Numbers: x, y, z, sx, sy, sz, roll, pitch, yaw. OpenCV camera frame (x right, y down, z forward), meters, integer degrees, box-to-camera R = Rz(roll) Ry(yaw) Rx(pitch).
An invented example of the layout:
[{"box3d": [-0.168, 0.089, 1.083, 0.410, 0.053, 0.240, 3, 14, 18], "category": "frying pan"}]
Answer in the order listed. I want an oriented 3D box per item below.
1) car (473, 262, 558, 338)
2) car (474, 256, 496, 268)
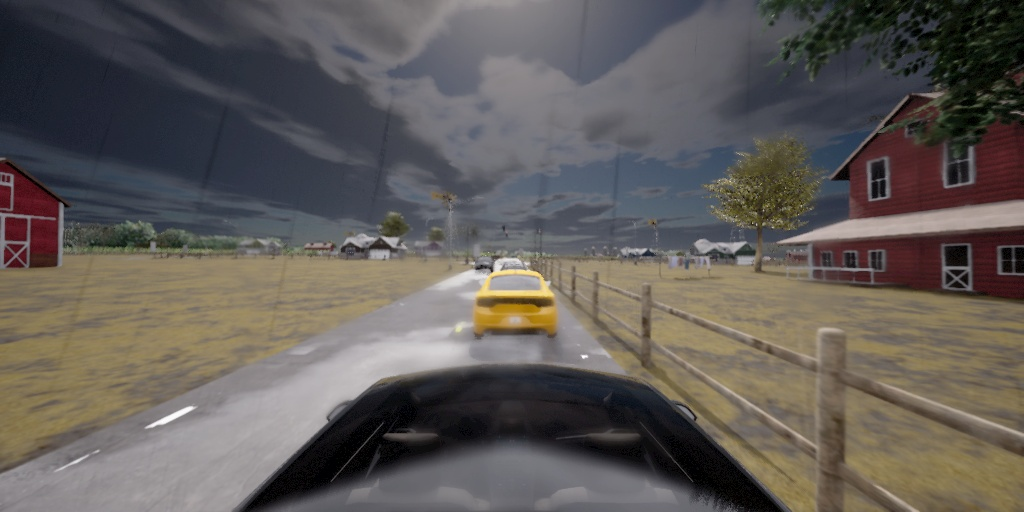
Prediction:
[{"box3d": [0.089, 1.101, 9.717, 1.882, 1.535, 5.008, 0, 1, 0], "category": "car"}, {"box3d": [-2.764, 0.797, 37.242, 1.837, 1.490, 4.892, 0, 1, 0], "category": "car"}]
